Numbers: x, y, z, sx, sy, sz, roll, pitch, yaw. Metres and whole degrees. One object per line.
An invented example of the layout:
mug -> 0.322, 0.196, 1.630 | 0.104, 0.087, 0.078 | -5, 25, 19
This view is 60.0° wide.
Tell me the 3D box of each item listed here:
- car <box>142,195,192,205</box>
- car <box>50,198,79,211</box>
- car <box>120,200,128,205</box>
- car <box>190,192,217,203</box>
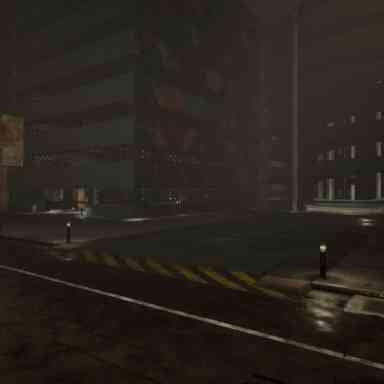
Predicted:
car -> -2.701, 1.320, 34.487 | 4.674, 1.452, 2.002 | 0, 0, 35
car -> -15.045, 1.413, 38.146 | 4.786, 1.482, 2.161 | 0, 0, 35
car -> -8.023, 1.463, 47.389 | 4.718, 1.301, 1.895 | 0, 0, 35
car -> 1.952, 1.028, 62.991 | 5.566, 2.045, 2.435 | 0, 0, 35
